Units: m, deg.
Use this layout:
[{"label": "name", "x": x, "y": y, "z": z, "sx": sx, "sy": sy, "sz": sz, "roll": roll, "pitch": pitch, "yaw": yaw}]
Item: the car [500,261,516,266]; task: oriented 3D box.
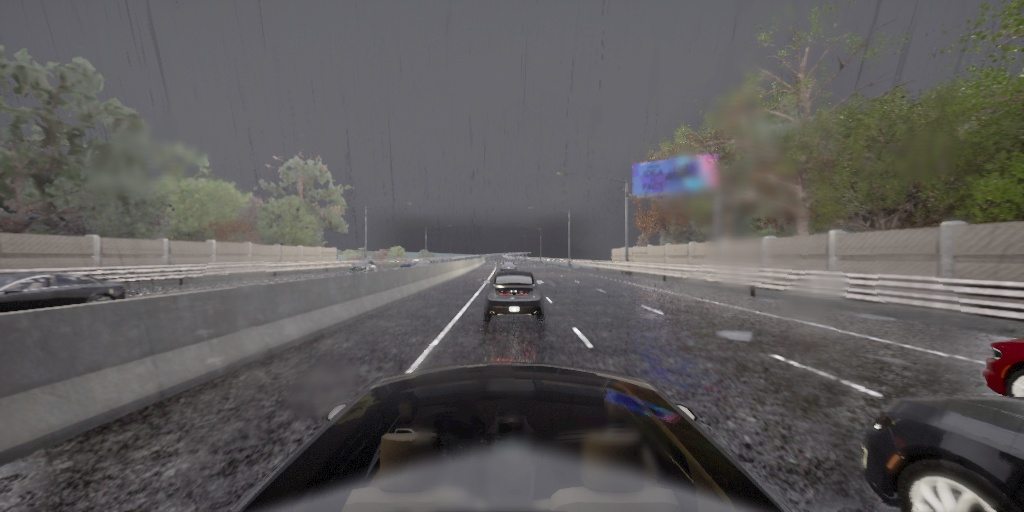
[{"label": "car", "x": -0.428, "y": 1.304, "z": 43.210, "sx": 1.994, "sy": 1.385, "sz": 4.181, "roll": 0, "pitch": 0, "yaw": -1}]

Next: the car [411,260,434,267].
[{"label": "car", "x": -11.183, "y": 1.246, "z": 46.147, "sx": 1.837, "sy": 1.490, "sz": 4.892, "roll": 0, "pitch": 0, "yaw": -1}]

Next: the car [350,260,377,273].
[{"label": "car", "x": -18.133, "y": 1.249, "z": 44.114, "sx": 1.837, "sy": 1.490, "sz": 4.892, "roll": 0, "pitch": 0, "yaw": -1}]

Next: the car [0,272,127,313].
[{"label": "car", "x": -14.135, "y": 1.244, "z": 10.215, "sx": 2.128, "sy": 1.511, "sz": 4.902, "roll": 0, "pitch": 0, "yaw": 0}]

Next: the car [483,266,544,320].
[{"label": "car", "x": 0.050, "y": 1.255, "z": 12.557, "sx": 1.837, "sy": 1.490, "sz": 4.892, "roll": 0, "pitch": 0, "yaw": 0}]

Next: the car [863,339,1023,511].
[{"label": "car", "x": 3.595, "y": 1.254, "z": 0.686, "sx": 1.837, "sy": 1.490, "sz": 4.892, "roll": 0, "pitch": 0, "yaw": 0}]

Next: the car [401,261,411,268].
[{"label": "car", "x": -14.852, "y": 1.335, "z": 52.958, "sx": 1.895, "sy": 1.301, "sz": 4.718, "roll": 0, "pitch": 0, "yaw": -1}]

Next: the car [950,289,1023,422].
[{"label": "car", "x": 7.092, "y": 1.226, "z": 2.532, "sx": 1.882, "sy": 1.535, "sz": 5.008, "roll": 0, "pitch": 0, "yaw": 0}]
